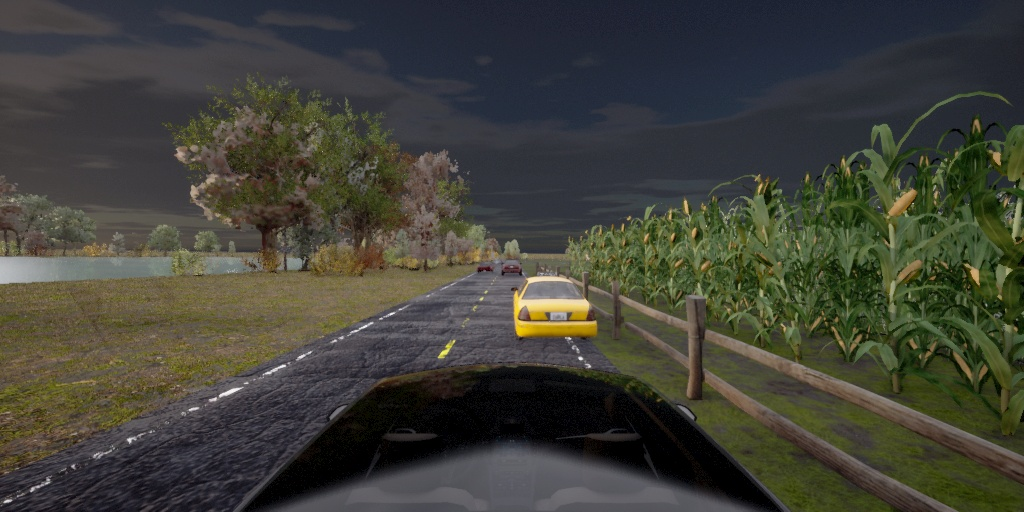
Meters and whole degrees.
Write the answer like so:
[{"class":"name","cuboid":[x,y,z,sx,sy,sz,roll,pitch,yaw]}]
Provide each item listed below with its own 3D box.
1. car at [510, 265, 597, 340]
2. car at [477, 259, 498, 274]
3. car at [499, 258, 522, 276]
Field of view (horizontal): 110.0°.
[{"class":"car","cuboid":[0.938,1.204,9.861,1.801,1.575,5.366,0,0,0]},{"class":"car","cuboid":[-2.968,1.345,41.171,1.895,1.301,4.718,0,0,0]},{"class":"car","cuboid":[-0.031,1.097,37.931,2.097,1.767,4.553,0,0,0]}]
